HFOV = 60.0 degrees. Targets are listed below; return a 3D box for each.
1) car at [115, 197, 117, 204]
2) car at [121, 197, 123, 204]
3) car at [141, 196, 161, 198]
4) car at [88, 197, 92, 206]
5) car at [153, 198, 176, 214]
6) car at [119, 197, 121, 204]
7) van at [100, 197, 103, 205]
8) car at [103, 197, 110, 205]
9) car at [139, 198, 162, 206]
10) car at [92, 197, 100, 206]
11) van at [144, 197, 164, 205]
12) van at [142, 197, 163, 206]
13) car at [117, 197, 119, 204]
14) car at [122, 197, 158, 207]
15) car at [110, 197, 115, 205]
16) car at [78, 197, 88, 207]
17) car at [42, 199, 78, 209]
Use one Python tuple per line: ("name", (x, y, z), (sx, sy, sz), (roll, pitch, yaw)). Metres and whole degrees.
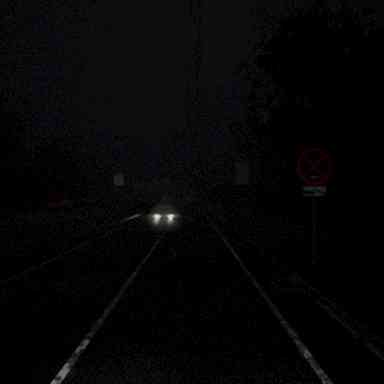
("car", (-21.976, 2.421, 82.230), (5.008, 1.535, 2.097), (0, -1, 0))
("car", (-21.970, 2.329, 90.587), (5.566, 2.045, 2.435), (0, -1, 0))
("car", (-8.908, 1.775, 59.954), (5.566, 2.045, 2.435), (0, -1, 0))
("car", (-21.962, 2.110, 62.741), (4.674, 1.452, 2.002), (0, -1, 0))
("car", (-3.272, 1.839, 40.478), (1.882, 1.535, 5.008), (0, -1, 0))
("car", (-22.021, 2.555, 87.799), (4.792, 1.488, 2.163), (0, -1, 0))
("van", (-22.081, 1.985, 71.093), (4.442, 1.987, 1.878), (0, -1, 0))
("car", (-21.970, 2.356, 76.659), (4.674, 1.452, 2.002), (0, -1, 0))
("car", (-8.854, 2.084, 71.161), (4.553, 1.767, 2.185), (0, -1, 0))
("car", (-21.931, 2.036, 68.311), (4.553, 1.767, 2.185), (0, -1, 0))
("van", (-9.014, 2.142, 79.572), (4.442, 1.987, 1.878), (0, -1, 0))
("van", (-8.773, 2.037, 73.967), (4.442, 1.987, 1.878), (0, -1, 0))
("car", (-21.958, 2.503, 85.014), (4.792, 1.488, 2.163), (0, -1, 0))
("car", (-8.874, 1.990, 57.149), (4.892, 1.521, 2.231), (0, -1, 0))
("car", (-21.791, 2.365, 79.445), (5.366, 1.575, 1.946), (0, -1, 0))
("car", (-21.965, 2.028, 59.955), (5.008, 1.535, 2.097), (0, -1, 0))
("car", (-21.954, 1.956, 54.387), (5.008, 1.535, 2.097), (0, -1, 0))
